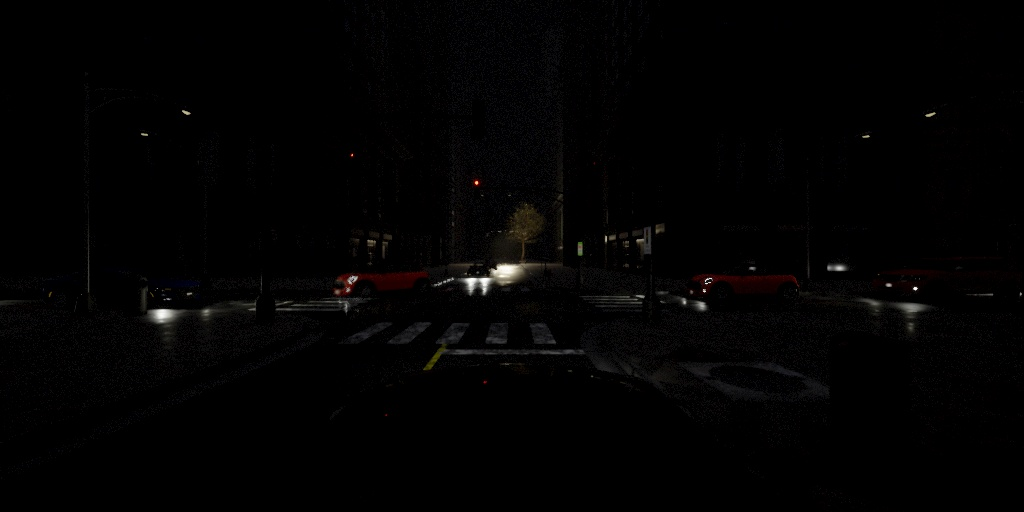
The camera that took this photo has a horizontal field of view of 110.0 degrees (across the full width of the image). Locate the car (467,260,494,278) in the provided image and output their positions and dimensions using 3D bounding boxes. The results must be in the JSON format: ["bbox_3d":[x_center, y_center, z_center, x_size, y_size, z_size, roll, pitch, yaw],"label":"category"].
[{"bbox_3d":[-3.078,1.315,33.968,1.994,1.385,4.181,0,0,0],"label":"car"}]

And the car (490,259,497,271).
[{"bbox_3d":[-3.056,1.243,50.247,1.882,1.535,5.008,0,0,0],"label":"car"}]

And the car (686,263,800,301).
[{"bbox_3d":[10.789,1.138,17.048,4.553,1.767,2.097,0,0,0],"label":"car"}]

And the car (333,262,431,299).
[{"bbox_3d":[-6.453,1.089,18.109,2.097,1.767,4.553,0,0,45],"label":"car"}]

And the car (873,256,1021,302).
[{"bbox_3d":[20.690,1.038,17.034,5.566,2.045,2.150,0,0,1],"label":"car"}]

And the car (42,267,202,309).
[{"bbox_3d":[-14.903,1.177,13.863,5.008,1.535,1.882,0,0,2],"label":"car"}]
